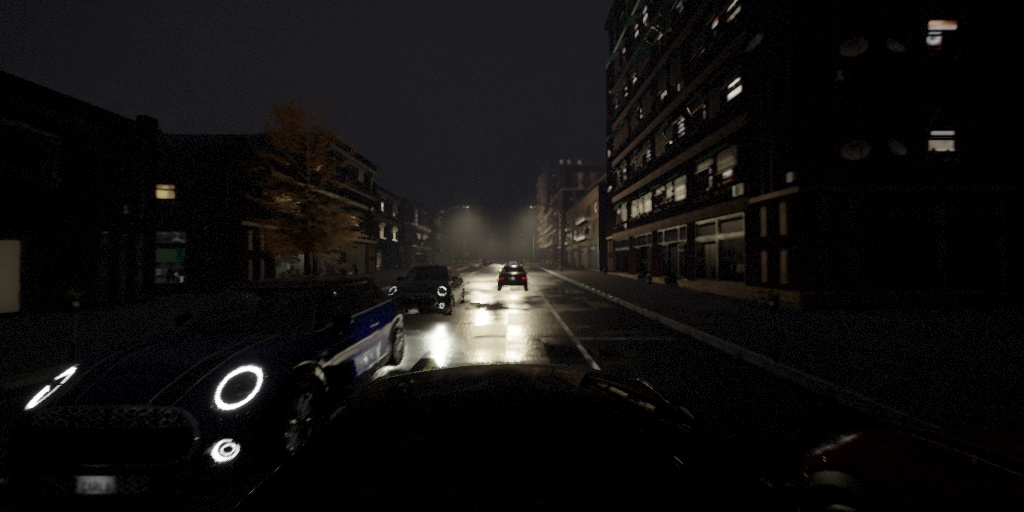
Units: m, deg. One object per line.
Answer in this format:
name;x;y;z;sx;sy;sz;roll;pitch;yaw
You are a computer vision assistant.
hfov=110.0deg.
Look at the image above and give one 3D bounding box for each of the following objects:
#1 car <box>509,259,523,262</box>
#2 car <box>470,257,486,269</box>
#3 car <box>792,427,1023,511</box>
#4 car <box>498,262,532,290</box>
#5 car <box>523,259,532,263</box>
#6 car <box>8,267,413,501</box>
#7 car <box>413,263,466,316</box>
car;0.114;1.324;47.414;1.994;1.385;4.181;0;0;0
car;-5.669;1.203;57.374;1.967;1.591;4.097;0;0;0
car;2.691;1.190;0.566;1.967;1.591;4.097;0;0;0
car;0.065;1.301;22.641;2.033;1.411;5.357;0;0;1
car;2.714;1.291;63.289;1.751;1.417;4.829;0;0;0
car;-3.083;1.102;4.902;2.097;1.767;4.553;0;0;0
car;-2.996;1.104;13.227;2.097;1.767;4.553;0;0;0
